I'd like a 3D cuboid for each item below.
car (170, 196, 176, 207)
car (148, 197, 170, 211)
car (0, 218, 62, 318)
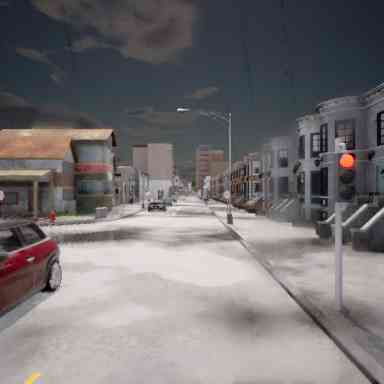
[{"bbox_3d":[-4.010,1.505,51.689,1.837,1.490,4.892,0,0,0],"label":"car"},{"bbox_3d":[-4.042,1.564,39.550,1.994,1.385,4.181,0,0,0],"label":"car"},{"bbox_3d":[-4.095,1.352,5.859,2.097,1.767,4.553,0,0,0],"label":"car"}]
